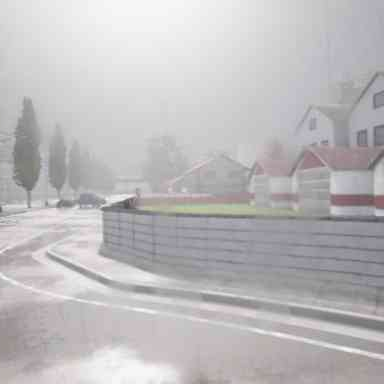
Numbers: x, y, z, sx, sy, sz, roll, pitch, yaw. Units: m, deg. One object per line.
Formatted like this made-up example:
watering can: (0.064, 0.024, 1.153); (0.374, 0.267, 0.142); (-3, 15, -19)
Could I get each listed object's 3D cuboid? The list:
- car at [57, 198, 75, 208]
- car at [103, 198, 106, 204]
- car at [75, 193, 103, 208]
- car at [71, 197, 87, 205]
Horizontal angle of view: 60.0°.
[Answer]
car: (-18.631, 1.585, 49.470); (1.994, 1.385, 4.181); (-1, 0, -9)
car: (-16.946, 1.494, 60.693); (1.994, 1.385, 4.181); (-1, 0, -9)
car: (-14.974, 1.181, 48.565); (2.150, 2.045, 5.566); (-1, -1, -7)
car: (-20.406, 1.591, 60.171); (1.895, 1.301, 4.718); (-1, 0, -9)
